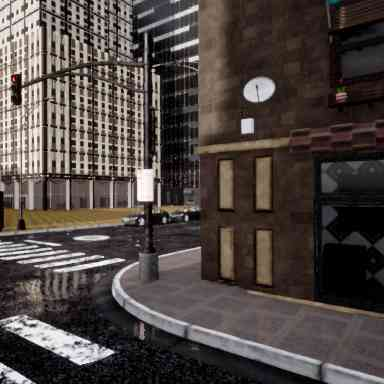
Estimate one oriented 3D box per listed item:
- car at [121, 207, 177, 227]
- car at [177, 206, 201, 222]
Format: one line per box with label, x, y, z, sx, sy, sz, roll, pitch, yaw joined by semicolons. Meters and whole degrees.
car;-3.555;1.893;25.929;2.008;1.369;4.403;-2;-2;35
car;-0.356;1.974;30.488;2.008;1.369;4.403;-2;-2;35
